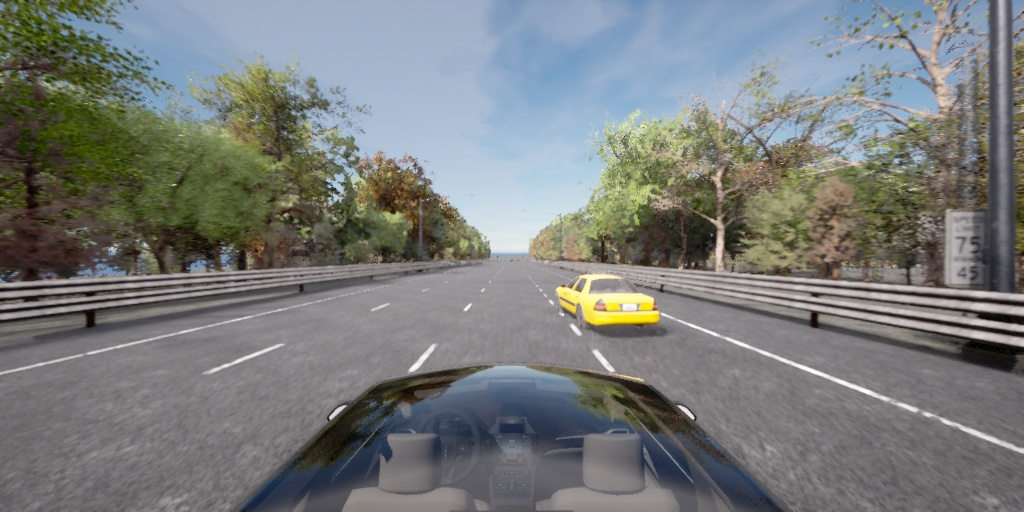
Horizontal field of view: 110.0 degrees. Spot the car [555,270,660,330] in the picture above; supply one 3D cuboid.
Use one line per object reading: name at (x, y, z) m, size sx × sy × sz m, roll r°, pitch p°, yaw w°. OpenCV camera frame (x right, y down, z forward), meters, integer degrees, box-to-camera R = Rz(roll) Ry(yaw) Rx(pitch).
car at (2.635, 1.227, 11.286) m, size 1.801 × 1.575 × 5.366 m, roll 0°, pitch 0°, yaw -5°
